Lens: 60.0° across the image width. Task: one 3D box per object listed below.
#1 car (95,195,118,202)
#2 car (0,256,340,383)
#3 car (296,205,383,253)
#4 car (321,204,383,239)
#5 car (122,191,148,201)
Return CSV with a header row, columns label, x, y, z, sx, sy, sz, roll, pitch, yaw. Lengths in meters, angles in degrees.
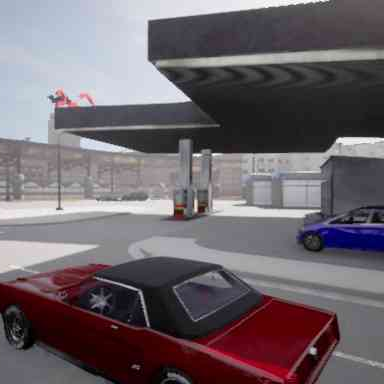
label,x,y,z,sx,sy,sz,roll,pitch,yaw
car,-16.512,1.248,64.334,4.181,1.385,1.994,0,0,-41
car,-0.705,1.582,4.494,4.718,1.301,1.895,0,0,35
car,6.006,1.285,11.511,4.611,1.667,2.242,0,0,36
car,8.719,1.441,16.632,3.806,1.475,1.970,0,0,36
car,-12.328,0.908,71.847,5.566,2.045,2.150,0,0,-34
